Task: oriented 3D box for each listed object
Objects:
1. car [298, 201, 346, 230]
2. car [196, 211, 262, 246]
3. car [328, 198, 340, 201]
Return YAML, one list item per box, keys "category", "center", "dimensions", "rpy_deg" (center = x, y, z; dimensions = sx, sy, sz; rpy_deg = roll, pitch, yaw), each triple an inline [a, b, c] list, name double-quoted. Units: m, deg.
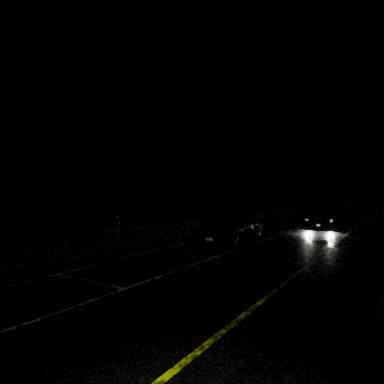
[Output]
- category: "car"
  center: [8.729, 1.543, 21.543]
  dimensions: [2.033, 1.411, 5.357]
  rpy_deg: [0, 0, 32]
- category: "car"
  center: [1.865, 1.563, 15.398]
  dimensions: [1.947, 1.339, 4.313]
  rpy_deg: [0, 0, 32]
- category: "car"
  center: [13.571, 1.559, 34.144]
  dimensions: [1.947, 1.339, 4.313]
  rpy_deg: [0, 0, 32]
